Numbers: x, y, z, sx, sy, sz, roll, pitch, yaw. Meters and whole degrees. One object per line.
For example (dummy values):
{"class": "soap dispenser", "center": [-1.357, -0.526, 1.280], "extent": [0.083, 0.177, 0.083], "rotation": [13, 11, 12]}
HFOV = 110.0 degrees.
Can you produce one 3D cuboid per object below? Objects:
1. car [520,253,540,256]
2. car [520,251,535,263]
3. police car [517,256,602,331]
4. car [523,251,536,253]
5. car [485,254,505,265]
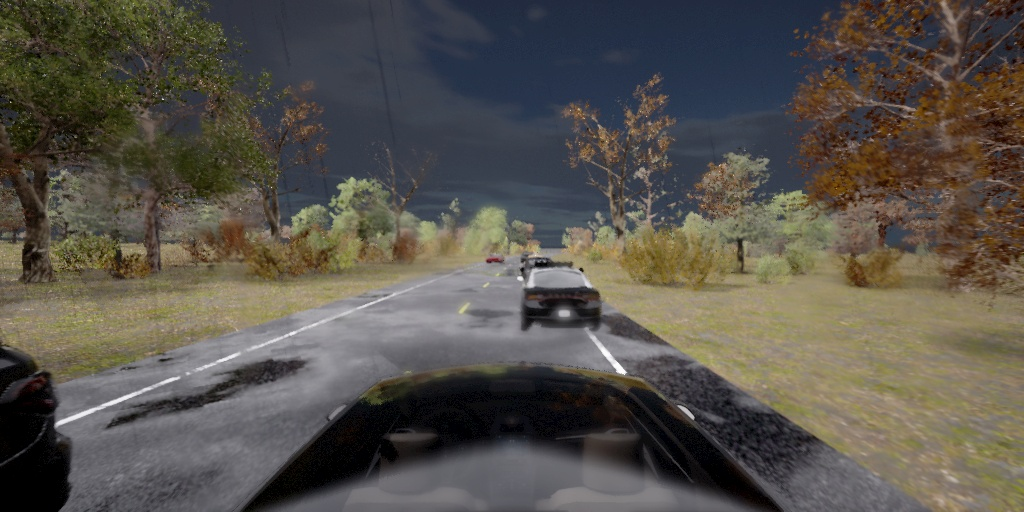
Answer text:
{"class": "car", "center": [1.469, 0.793, 20.089], "extent": [1.837, 1.490, 4.892], "rotation": [0, 1, 2]}
{"class": "car", "center": [2.173, 0.131, 48.575], "extent": [1.837, 1.490, 4.892], "rotation": [0, 1, 6]}
{"class": "police car", "center": [1.176, 0.959, 10.248], "extent": [1.930, 1.638, 5.238], "rotation": [0, 1, 1]}
{"class": "car", "center": [1.732, 0.591, 26.244], "extent": [1.801, 1.575, 5.366], "rotation": [0, 1, 3]}
{"class": "car", "center": [-1.934, 0.364, 42.151], "extent": [1.895, 1.301, 4.718], "rotation": [0, 1, 4]}
